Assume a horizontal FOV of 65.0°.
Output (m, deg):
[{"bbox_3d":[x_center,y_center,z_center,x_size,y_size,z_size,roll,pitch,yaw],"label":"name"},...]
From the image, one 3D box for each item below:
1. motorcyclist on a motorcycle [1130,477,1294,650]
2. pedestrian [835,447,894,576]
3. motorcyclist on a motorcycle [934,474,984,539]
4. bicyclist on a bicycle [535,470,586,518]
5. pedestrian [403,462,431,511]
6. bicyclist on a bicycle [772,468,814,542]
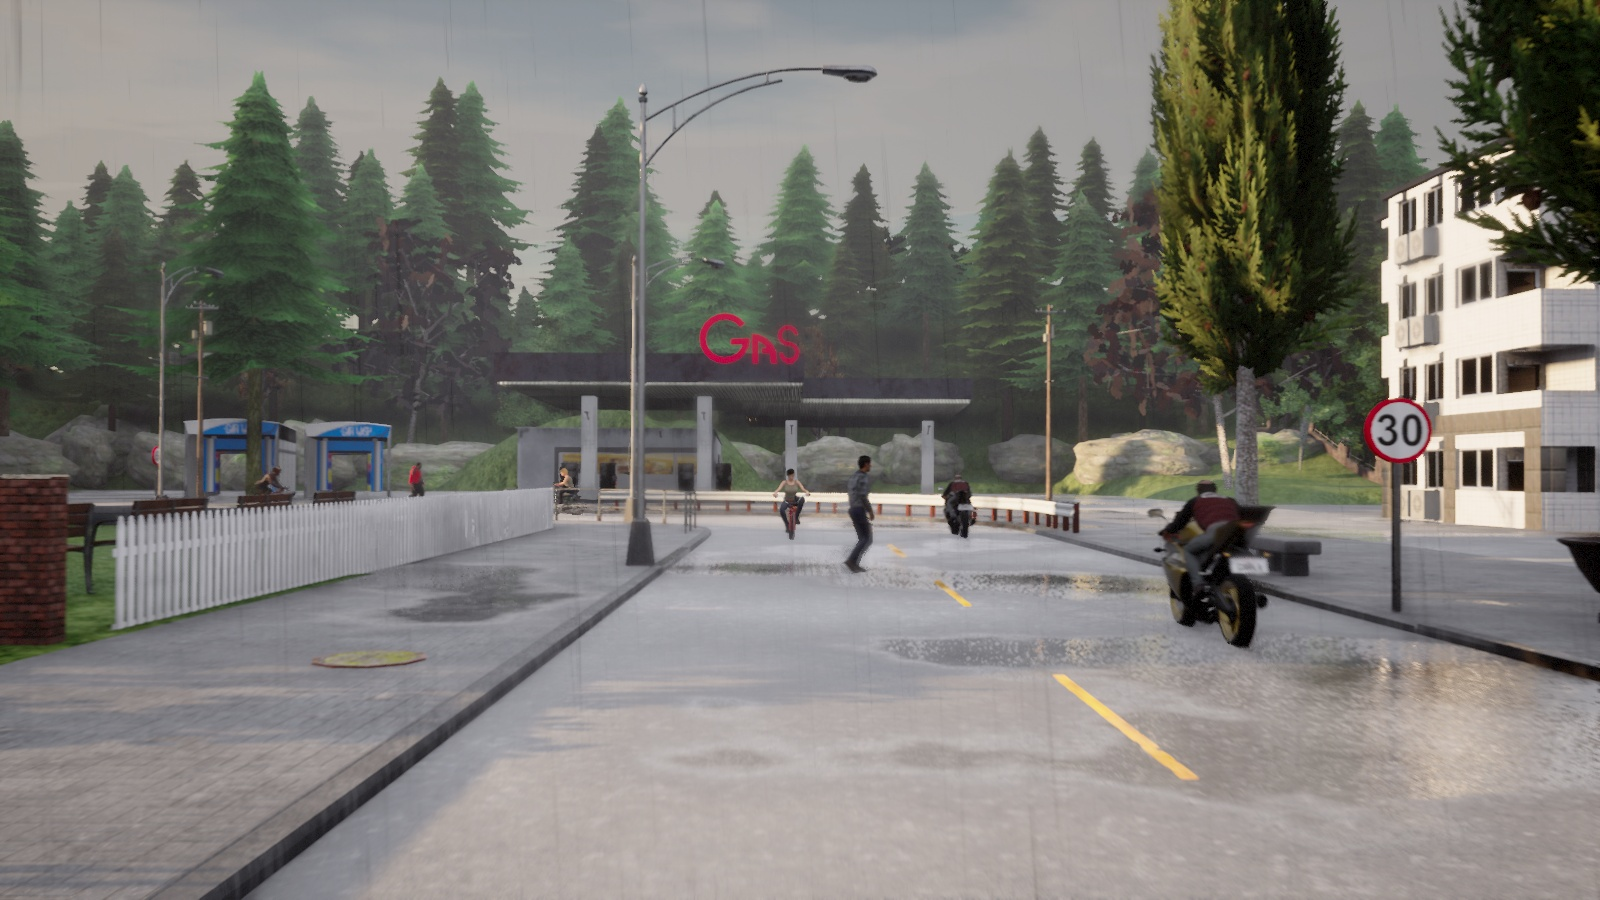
[{"bbox_3d":[3.972,1.040,12.322,0.866,1.530,2.191,0,-1,0],"label":"motorcyclist on a motorcycle"},{"bbox_3d":[0.984,0.929,19.281,0.788,1.949,0.423,0,-1,-20],"label":"pedestrian"},{"bbox_3d":[3.869,1.348,30.708,0.866,1.530,2.191,0,-1,-2],"label":"motorcyclist on a motorcycle"},{"bbox_3d":[-8.165,1.501,42.834,1.509,1.612,0.866,0,0,5],"label":"bicyclist on a bicycle"},{"bbox_3d":[-14.505,1.379,47.561,0.899,1.844,0.634,0,-1,-5],"label":"pedestrian"},{"bbox_3d":[-0.174,1.230,28.566,0.866,1.612,1.509,-1,-1,-3],"label":"bicyclist on a bicycle"}]
